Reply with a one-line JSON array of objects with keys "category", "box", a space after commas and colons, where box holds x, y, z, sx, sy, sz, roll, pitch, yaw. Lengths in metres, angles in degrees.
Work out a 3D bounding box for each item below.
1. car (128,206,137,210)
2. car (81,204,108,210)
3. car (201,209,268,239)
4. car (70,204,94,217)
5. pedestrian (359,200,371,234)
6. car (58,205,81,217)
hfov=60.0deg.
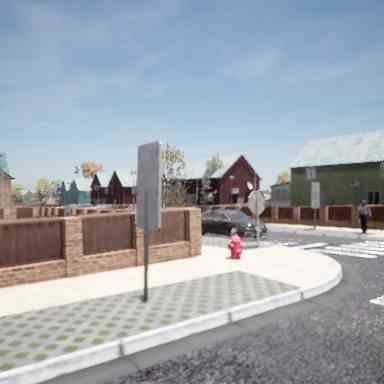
[{"category": "car", "box": [-3.708, 1.858, 26.351, 2.097, 1.767, 4.553, 1, -2, -36]}, {"category": "car", "box": [-9.506, 2.260, 34.388, 1.882, 1.535, 5.008, 1, -2, -35]}, {"category": "car", "box": [2.007, 1.739, 18.391, 1.837, 1.490, 4.892, 1, -2, -35]}, {"category": "car", "box": [-16.106, 2.602, 48.560, 2.097, 1.767, 4.553, 1, -2, -36]}, {"category": "pedestrian", "box": [9.415, 1.331, 18.188, 0.375, 1.860, 0.375, -1, 1, -36]}, {"category": "car", "box": [-15.581, 2.578, 42.871, 1.837, 1.490, 4.892, 1, -2, -35]}]
